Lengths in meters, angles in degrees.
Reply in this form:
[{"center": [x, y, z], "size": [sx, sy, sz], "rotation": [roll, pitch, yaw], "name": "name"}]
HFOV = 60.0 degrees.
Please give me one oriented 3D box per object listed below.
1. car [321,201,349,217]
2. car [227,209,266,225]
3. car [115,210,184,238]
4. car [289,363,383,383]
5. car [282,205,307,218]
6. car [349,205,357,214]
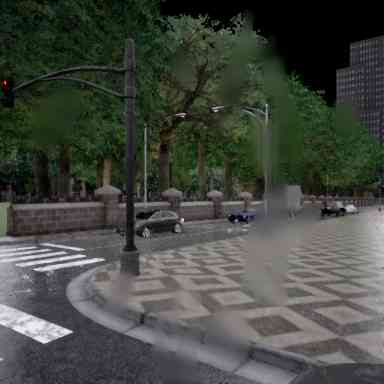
[{"center": [19.051, 2.237, 44.702], "size": [2.150, 2.045, 5.566], "rotation": [0, -1, 36], "name": "car"}, {"center": [5.122, 2.204, 30.596], "size": [1.895, 1.301, 4.718], "rotation": [0, -1, 35], "name": "car"}, {"center": [-2.408, 1.841, 19.991], "size": [1.837, 1.490, 4.892], "rotation": [0, -1, 35], "name": "car"}, {"center": [2.373, 1.551, 1.264], "size": [4.403, 1.369, 2.008], "rotation": [0, 0, 36], "name": "car"}, {"center": [12.798, 2.360, 41.352], "size": [1.882, 1.535, 5.008], "rotation": [0, -1, 36], "name": "car"}, {"center": [25.281, 2.771, 53.478], "size": [1.812, 1.442, 4.674], "rotation": [0, -1, 35], "name": "car"}]
